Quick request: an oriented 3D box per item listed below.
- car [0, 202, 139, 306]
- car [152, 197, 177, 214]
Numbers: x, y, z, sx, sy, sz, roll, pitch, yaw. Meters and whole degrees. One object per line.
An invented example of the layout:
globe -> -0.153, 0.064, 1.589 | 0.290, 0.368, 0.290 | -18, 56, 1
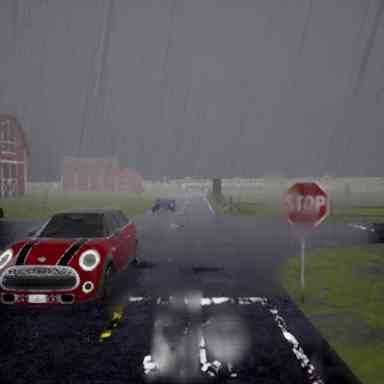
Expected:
car -> -2.628, 1.203, 7.958 | 2.097, 1.767, 4.553 | 0, 1, 1
car -> -2.316, 1.085, 28.640 | 1.895, 1.301, 4.718 | 0, 1, 1
